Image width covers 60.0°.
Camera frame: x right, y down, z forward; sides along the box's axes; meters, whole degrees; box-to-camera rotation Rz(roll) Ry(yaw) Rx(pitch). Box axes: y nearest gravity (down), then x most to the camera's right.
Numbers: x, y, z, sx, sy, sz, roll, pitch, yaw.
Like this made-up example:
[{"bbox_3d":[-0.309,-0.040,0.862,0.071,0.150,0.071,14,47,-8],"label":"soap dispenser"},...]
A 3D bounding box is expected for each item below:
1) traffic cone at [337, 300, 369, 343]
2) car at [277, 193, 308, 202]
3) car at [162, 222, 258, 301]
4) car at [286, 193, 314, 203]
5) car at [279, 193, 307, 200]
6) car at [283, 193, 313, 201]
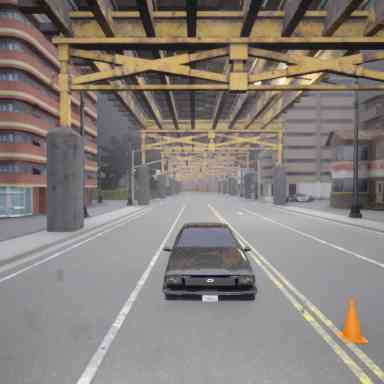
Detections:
[{"bbox_3d":[2.455,1.949,5.097,0.340,0.580,0.340,0,0,0],"label":"traffic cone"},{"bbox_3d":[17.830,0.959,58.970,4.974,1.542,2.038,0,1,25],"label":"car"},{"bbox_3d":[0.364,1.533,8.705,2.033,1.411,5.357,0,0,1],"label":"car"},{"bbox_3d":[17.481,1.006,54.813,4.974,1.542,2.038,0,1,-20],"label":"car"},{"bbox_3d":[17.878,0.802,58.946,4.536,1.218,1.853,0,1,25],"label":"car"},{"bbox_3d":[17.530,0.849,54.829,4.536,1.218,1.853,0,1,-20],"label":"car"}]
